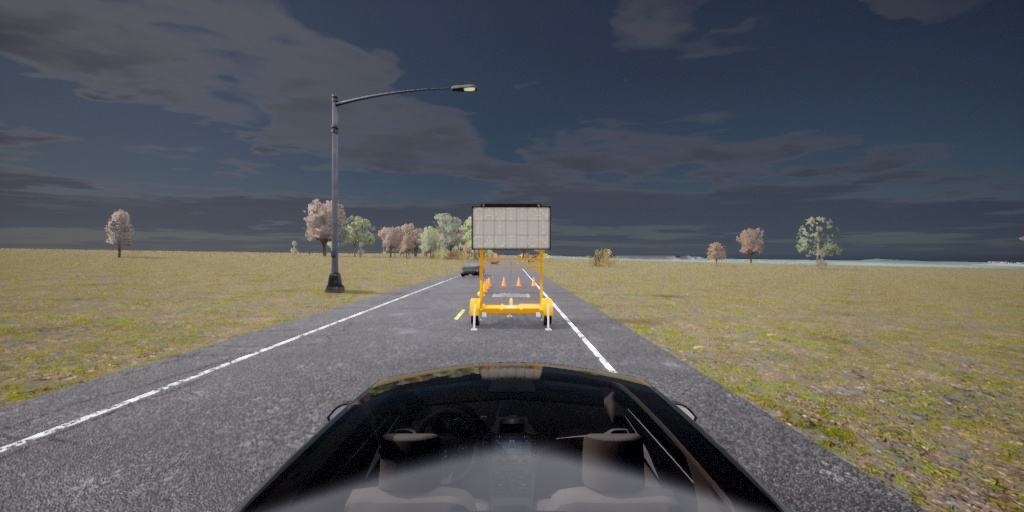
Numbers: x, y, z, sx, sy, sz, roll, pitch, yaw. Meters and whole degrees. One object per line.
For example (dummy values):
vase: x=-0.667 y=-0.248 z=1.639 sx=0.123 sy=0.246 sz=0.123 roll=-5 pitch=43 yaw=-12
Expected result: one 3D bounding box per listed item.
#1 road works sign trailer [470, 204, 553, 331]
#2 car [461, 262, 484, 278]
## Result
road works sign trailer: x=-0.022 y=0.215 z=11.030 sx=2.380 sy=3.560 sz=2.880 roll=0 pitch=0 yaw=0
car: x=-3.681 y=1.299 z=34.158 sx=2.033 sy=1.411 sz=5.357 roll=0 pitch=0 yaw=0
